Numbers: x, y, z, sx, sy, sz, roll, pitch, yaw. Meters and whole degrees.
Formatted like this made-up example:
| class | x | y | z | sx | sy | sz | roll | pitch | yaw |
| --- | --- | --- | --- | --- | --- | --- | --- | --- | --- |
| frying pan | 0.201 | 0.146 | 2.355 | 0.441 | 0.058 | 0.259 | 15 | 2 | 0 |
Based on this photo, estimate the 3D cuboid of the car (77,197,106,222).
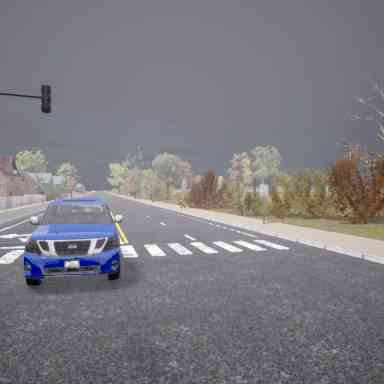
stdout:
| class | x | y | z | sx | sy | sz | roll | pitch | yaw |
| --- | --- | --- | --- | --- | --- | --- | --- | --- | --- |
| car | -8.245 | 1.343 | 27.449 | 2.097 | 1.767 | 4.553 | 0 | 0 | -16 |

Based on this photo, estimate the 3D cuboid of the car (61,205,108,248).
| class | x | y | z | sx | sy | sz | roll | pitch | yaw |
| --- | --- | --- | --- | --- | --- | --- | --- | --- | --- |
| car | -5.051 | 1.501 | 15.988 | 1.837 | 1.490 | 4.892 | 0 | 0 | -16 |

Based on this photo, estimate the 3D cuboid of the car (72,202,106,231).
| class | x | y | z | sx | sy | sz | roll | pitch | yaw |
| --- | --- | --- | --- | --- | --- | --- | --- | --- | --- |
| car | -6.652 | 1.472 | 21.724 | 1.882 | 1.535 | 5.008 | 0 | 0 | -16 |

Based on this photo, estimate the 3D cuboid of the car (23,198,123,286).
| class | x | y | z | sx | sy | sz | roll | pitch | yaw |
| --- | --- | --- | --- | --- | --- | --- | --- | --- | --- |
| car | -3.358 | 1.220 | 9.923 | 2.150 | 2.045 | 5.566 | 0 | 0 | -16 |
